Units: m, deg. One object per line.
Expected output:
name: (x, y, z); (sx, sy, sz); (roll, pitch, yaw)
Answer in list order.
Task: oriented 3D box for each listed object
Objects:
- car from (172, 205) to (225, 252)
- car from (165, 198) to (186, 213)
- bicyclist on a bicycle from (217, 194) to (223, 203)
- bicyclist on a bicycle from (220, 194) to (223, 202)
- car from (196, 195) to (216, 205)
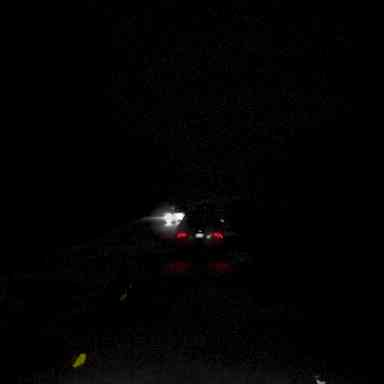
car: (0.341, 1.492, 13.586); (2.033, 1.411, 5.357); (0, 0, 2)
car: (-1.689, 1.383, 35.629); (2.128, 1.511, 4.902); (0, 0, 4)
bicyclist on a bicycle: (5.101, 1.317, 63.594); (0.582, 1.620, 1.656); (0, 0, 8)
bicyclist on a bicycle: (6.353, 1.308, 72.464); (0.582, 1.620, 1.656); (0, 0, 9)
car: (1.468, 1.372, 35.039); (1.882, 1.535, 5.008); (0, 0, 4)
